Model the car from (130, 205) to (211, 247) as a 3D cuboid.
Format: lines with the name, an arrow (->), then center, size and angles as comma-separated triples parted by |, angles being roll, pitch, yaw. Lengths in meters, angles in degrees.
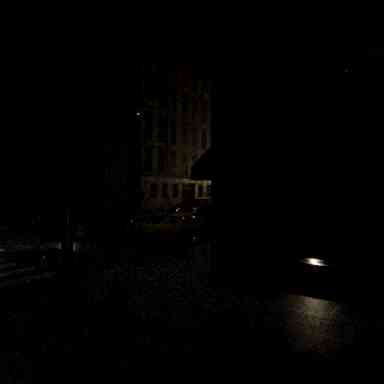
car -> -0.337, 1.527, 15.158 | 1.752, 1.417, 4.829 | 0, 0, 36

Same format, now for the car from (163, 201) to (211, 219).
car -> -0.357, 1.516, 28.934 | 1.947, 1.339, 4.313 | 0, 0, 36

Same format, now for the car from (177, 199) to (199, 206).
car -> 0.649, 1.317, 25.969 | 2.097, 1.767, 4.553 | 0, 0, 35

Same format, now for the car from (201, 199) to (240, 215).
car -> 2.944, 1.488, 33.554 | 1.887, 1.381, 4.507 | 0, 0, 36

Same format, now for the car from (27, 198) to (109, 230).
car -> -6.959, 1.277, 19.693 | 2.192, 1.841, 5.009 | 0, 0, 36

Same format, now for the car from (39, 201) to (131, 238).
car -> -5.187, 1.453, 17.802 | 1.882, 1.535, 5.008 | 0, 0, 34

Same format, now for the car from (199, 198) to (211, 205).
car -> 2.868, 1.311, 19.639 | 2.192, 1.841, 5.009 | 0, 0, 36
